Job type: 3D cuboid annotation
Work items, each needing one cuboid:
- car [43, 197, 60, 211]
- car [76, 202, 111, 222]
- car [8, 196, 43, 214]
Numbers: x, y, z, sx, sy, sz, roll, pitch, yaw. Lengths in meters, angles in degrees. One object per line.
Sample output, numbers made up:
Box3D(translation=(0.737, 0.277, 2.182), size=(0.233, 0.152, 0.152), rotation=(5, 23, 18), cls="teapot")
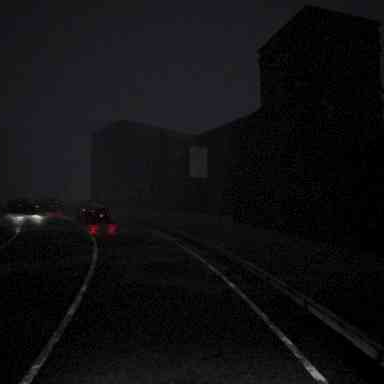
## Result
Box3D(translation=(-16.663, 1.281, 37.991), size=(2.128, 1.511, 4.902), rotation=(3, -1, -40), cls="car")
Box3D(translation=(-7.686, 1.490, 25.841), size=(1.812, 1.442, 4.674), rotation=(2, -1, -31), cls="car")
Box3D(translation=(-16.014, 1.186, 31.493), size=(1.882, 1.535, 5.008), rotation=(3, -1, -38), cls="car")
